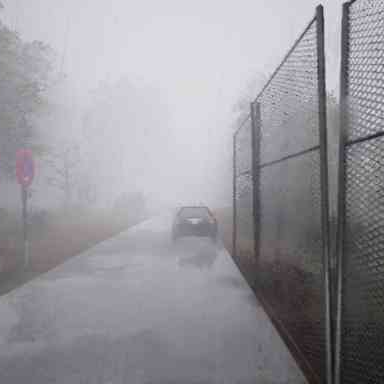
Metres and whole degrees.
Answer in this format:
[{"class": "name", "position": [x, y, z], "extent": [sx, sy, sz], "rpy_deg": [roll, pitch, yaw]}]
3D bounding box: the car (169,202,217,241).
[{"class": "car", "position": [0.128, 1.424, 17.229], "extent": [2.097, 1.767, 4.553], "rpy_deg": [0, -1, 0]}]

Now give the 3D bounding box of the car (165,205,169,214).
[{"class": "car", "position": [-2.066, 1.943, 41.661], "extent": [2.033, 1.411, 5.357], "rpy_deg": [0, -1, 4]}]

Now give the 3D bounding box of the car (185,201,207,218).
[{"class": "car", "position": [0.509, 1.786, 35.109], "extent": [2.128, 1.511, 4.902], "rpy_deg": [0, -1, 3]}]
